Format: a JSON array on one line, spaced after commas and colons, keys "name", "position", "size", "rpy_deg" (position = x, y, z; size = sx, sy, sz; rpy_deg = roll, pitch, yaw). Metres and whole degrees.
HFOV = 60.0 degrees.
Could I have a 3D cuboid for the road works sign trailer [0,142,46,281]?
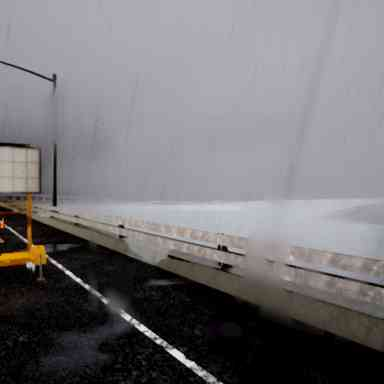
[{"name": "road works sign trailer", "position": [-5.419, 0.447, 8.993], "size": [2.380, 3.560, 2.880], "rpy_deg": [0, 0, -35]}]
